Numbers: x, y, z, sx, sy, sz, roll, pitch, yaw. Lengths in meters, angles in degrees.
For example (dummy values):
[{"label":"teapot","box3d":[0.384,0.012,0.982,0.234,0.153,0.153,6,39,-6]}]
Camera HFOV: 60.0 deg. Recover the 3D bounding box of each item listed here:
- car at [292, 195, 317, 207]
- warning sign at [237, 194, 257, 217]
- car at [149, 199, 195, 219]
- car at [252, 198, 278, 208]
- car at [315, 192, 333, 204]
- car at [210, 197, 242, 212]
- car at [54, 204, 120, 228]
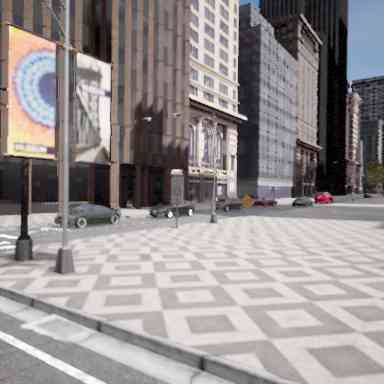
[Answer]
[{"label":"car","box3d":[15.971,1.398,47.977,1.994,1.385,4.181,1,1,36]},{"label":"warning sign","box3d":[4.532,1.088,27.267,1.300,1.860,1.060,1,1,35]},{"label":"car","box3d":[-1.661,1.393,28.588,1.837,1.490,4.892,1,1,35]},{"label":"car","box3d":[9.747,1.411,44.633,1.895,1.301,4.718,1,1,36]},{"label":"car","box3d":[22.794,1.004,57.615,2.150,2.045,5.566,1,1,36]},{"label":"car","box3d":[3.788,1.356,36.279,1.837,1.490,4.892,1,1,35]},{"label":"car","box3d":[-6.674,1.486,21.512,1.994,1.385,4.181,1,1,35]}]
